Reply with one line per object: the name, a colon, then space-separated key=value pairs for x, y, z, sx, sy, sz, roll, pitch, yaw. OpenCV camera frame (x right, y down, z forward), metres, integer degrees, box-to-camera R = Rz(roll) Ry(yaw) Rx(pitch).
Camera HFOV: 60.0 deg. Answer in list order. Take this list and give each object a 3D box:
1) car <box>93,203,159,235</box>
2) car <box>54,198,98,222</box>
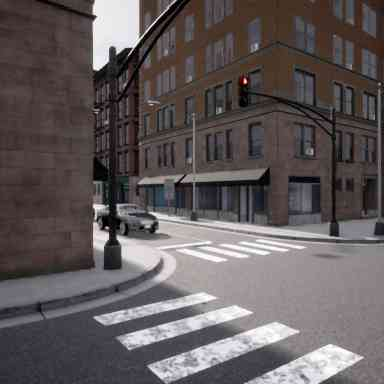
car: x=-3.624 y=1.395 z=18.153 sx=2.128 sy=1.511 sz=4.902 roll=0 pitch=0 yaw=-37
car: x=-9.110 y=1.323 z=25.863 sx=1.882 sy=1.535 sz=5.008 roll=0 pitch=0 yaw=-36
